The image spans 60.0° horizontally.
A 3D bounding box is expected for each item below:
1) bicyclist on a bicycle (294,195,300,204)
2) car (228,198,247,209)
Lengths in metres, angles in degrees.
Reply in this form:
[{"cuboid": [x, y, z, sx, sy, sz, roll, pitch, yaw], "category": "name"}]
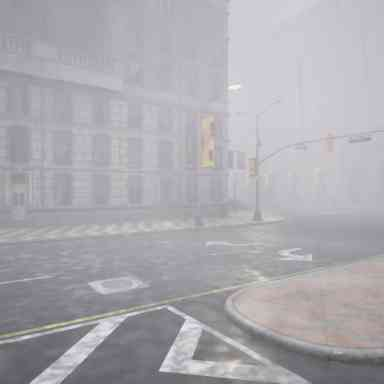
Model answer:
[{"cuboid": [18.027, 1.300, 57.169, 1.656, 1.620, 0.582, 0, 0, -35], "category": "bicyclist on a bicycle"}, {"cuboid": [5.226, 1.491, 44.098, 2.128, 1.511, 4.902, 0, 0, -35], "category": "car"}]
